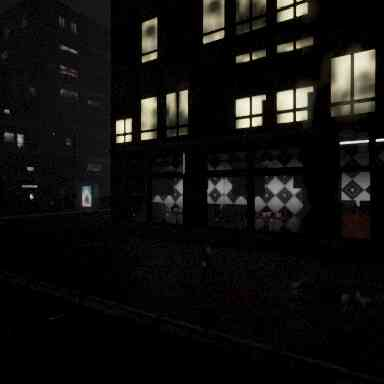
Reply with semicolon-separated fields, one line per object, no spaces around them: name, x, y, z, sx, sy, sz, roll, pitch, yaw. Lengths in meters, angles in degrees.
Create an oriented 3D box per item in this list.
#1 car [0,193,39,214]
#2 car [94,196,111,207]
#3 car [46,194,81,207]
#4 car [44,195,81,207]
car;-16.106;1.029;29.069;2.192;1.841;5.009;1;2;35
car;-9.754;1.072;38.170;1.947;1.339;4.313;1;2;35
car;-14.983;1.002;40.814;2.128;1.511;4.902;0;1;35
car;-16.660;1.074;42.917;1.802;1.307;4.206;1;2;35
